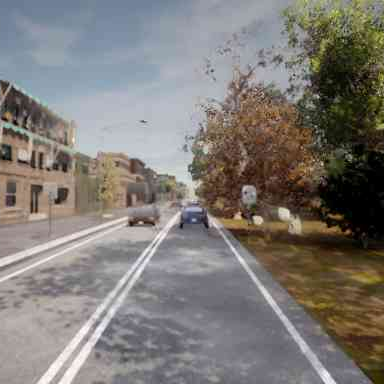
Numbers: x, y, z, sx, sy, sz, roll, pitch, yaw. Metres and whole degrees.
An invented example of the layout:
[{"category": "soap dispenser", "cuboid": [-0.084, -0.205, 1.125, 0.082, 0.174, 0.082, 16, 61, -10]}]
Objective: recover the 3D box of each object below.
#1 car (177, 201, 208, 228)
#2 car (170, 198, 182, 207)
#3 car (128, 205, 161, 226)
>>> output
[{"category": "car", "cuboid": [0.130, 1.613, 23.029, 1.812, 1.442, 4.674, 0, -1, 0]}, {"category": "car", "cuboid": [-3.083, 1.949, 64.546, 2.097, 1.767, 4.553, 0, -1, 1]}, {"category": "car", "cuboid": [-3.315, 1.646, 24.248, 2.033, 1.411, 5.357, 0, -1, 0]}]
